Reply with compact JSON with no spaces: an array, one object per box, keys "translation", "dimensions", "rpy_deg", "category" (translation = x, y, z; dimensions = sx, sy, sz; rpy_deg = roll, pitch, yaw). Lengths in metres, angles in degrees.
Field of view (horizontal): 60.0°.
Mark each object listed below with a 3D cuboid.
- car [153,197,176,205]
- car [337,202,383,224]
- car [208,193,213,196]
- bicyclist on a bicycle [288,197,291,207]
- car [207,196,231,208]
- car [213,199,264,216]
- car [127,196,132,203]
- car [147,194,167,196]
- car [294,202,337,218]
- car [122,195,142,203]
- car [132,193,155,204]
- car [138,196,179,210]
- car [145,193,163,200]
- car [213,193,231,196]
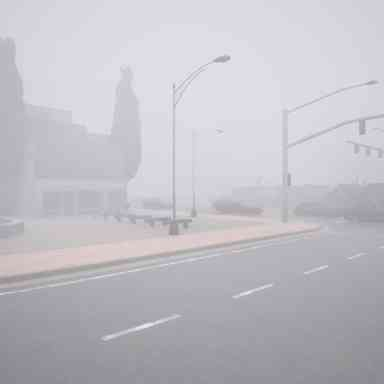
[{"translation":[-5.035,1.564,60.220],"dimensions":[1.994,1.385,4.181],"rpy_deg":[0,0,-40],"category":"car"},{"translation":[12.917,1.477,22.481],"dimensions":[1.882,1.535,5.008],"rpy_deg":[0,0,-40],"category":"car"},{"translation":[4.940,1.156,71.231],"dimensions":[3.866,1.878,1.905],"rpy_deg":[0,0,-42],"category":"car"},{"translation":[12.886,1.261,44.843],"dimensions":[1.656,1.620,0.582],"rpy_deg":[-7,4,-40],"category":"bicyclist on a bicycle"},{"translation":[4.315,1.491,38.049],"dimensions":[2.128,1.511,4.902],"rpy_deg":[0,0,-40],"category":"car"},{"translation":[4.616,1.601,32.278],"dimensions":[1.895,1.301,4.718],"rpy_deg":[0,0,-40],"category":"car"},{"translation":[-12.028,1.548,51.978],"dimensions":[2.033,1.411,5.357],"rpy_deg":[0,0,-40],"category":"car"},{"translation":[-4.689,1.478,48.690],"dimensions":[1.882,1.535,5.008],"rpy_deg":[0,0,-40],"category":"car"},{"translation":[11.350,1.564,30.001],"dimensions":[1.994,1.385,4.181],"rpy_deg":[0,0,-43],"category":"car"},{"translation":[-12.528,1.478,69.004],"dimensions":[1.882,1.535,5.008],"rpy_deg":[0,0,-40],"category":"car"},{"translation":[-9.156,1.491,59.667],"dimensions":[2.128,1.511,4.902],"rpy_deg":[0,0,-40],"category":"car"},{"translation":[-4.398,1.548,42.923],"dimensions":[2.033,1.411,5.357],"rpy_deg":[0,0,-40],"category":"car"},{"translation":[-10.040,1.153,88.044],"dimensions":[4.605,1.855,1.932],"rpy_deg":[0,0,-42],"category":"car"},{"translation":[6.859,1.395,69.063],"dimensions":[3.806,1.475,1.970],"rpy_deg":[0,0,-42],"category":"car"}]
